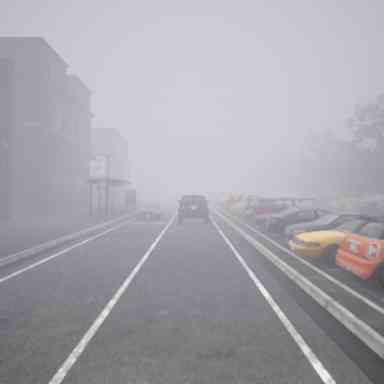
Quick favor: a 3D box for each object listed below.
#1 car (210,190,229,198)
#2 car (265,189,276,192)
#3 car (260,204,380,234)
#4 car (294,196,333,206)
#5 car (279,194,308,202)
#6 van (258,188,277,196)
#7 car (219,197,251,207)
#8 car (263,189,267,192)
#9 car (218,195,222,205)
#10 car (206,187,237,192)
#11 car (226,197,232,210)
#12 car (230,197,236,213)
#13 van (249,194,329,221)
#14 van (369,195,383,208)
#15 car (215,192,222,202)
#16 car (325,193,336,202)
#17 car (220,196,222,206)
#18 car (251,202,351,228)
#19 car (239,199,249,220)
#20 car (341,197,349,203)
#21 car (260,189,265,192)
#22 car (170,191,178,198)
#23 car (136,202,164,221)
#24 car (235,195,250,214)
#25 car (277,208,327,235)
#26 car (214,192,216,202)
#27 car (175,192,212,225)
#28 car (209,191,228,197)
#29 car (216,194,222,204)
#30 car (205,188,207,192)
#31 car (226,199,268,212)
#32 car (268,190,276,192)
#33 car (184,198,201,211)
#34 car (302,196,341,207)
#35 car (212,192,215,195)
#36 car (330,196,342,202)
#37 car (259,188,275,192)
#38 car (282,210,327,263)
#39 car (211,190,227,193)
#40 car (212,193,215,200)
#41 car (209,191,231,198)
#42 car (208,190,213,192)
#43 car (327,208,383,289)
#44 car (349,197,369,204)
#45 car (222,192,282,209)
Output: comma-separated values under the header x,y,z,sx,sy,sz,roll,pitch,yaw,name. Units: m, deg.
x,y,z,sx,sy,sz,roll,pitch,yaw,name
6.599,0.409,80.765,4.553,1.767,2.185,0,3,0,car
19.806,0.782,75.203,5.366,1.575,1.946,0,2,0,car
6.253,1.530,16.716,5.008,1.535,2.097,0,0,0,car
19.328,1.409,53.029,5.366,1.575,1.946,0,1,0,car
19.562,1.170,64.179,5.008,1.535,2.097,0,2,0,car
19.548,0.028,86.343,4.442,1.987,1.878,-1,3,0,van
6.422,1.494,50.133,4.674,1.452,2.002,0,1,0,car
19.663,0.692,77.995,4.792,1.488,2.163,0,3,0,car
6.388,1.505,44.554,5.008,1.535,2.097,0,0,0,car
6.569,0.538,75.193,5.566,2.045,2.435,0,2,0,car
6.333,1.527,33.415,5.008,1.535,2.097,0,0,0,car
6.511,1.525,30.631,5.366,1.575,1.946,0,0,0,car
6.402,1.305,22.281,4.442,1.987,1.878,0,0,0,van
19.289,1.301,30.606,4.442,1.987,1.878,0,0,0,van
6.464,1.290,52.918,4.553,1.767,2.185,0,1,0,car
19.491,1.392,41.868,4.553,1.767,2.185,0,0,0,car
6.350,1.549,41.767,4.792,1.488,2.163,0,0,0,car
6.277,1.530,19.499,5.008,1.535,2.097,0,0,0,car
6.305,1.531,25.066,4.892,1.521,2.231,0,0,0,car
19.617,1.522,36.174,5.366,1.575,1.946,0,0,0,car
19.651,0.564,80.904,4.674,1.452,2.002,0,3,0,car
-3.390,0.610,68.545,2.097,1.767,4.553,0,1,0,car
-3.352,1.534,27.244,1.812,1.442,4.674,0,0,0,car
6.281,1.404,27.974,4.553,1.767,2.185,0,0,0,car
6.247,1.570,13.932,4.674,1.452,2.002,0,0,0,car
6.478,1.244,55.697,4.553,1.767,2.185,0,1,0,car
0.099,1.225,24.575,2.150,2.045,5.566,0,-1,0,car
6.611,0.425,83.555,4.792,1.488,2.163,0,3,0,car
6.400,1.483,47.344,5.008,1.535,2.097,0,1,0,car
6.565,0.286,86.336,4.792,1.488,2.163,0,3,0,car
6.363,1.565,38.982,4.674,1.452,2.002,0,0,0,car
19.793,0.896,72.410,5.366,1.575,1.946,0,2,0,car
0.064,1.546,41.705,1.994,1.385,4.181,0,0,0,car
19.506,1.450,50.239,5.008,1.535,2.097,0,1,0,car
6.444,1.279,61.274,4.792,1.488,2.163,0,1,0,car
19.441,1.523,39.083,5.008,1.535,2.097,0,0,0,car
19.664,0.425,83.686,4.674,1.452,2.002,0,3,0,car
6.046,1.525,11.149,5.366,1.575,1.946,0,0,0,car
6.456,1.051,64.057,4.553,1.767,2.185,0,2,0,car
6.489,1.343,58.487,4.792,1.488,2.163,0,1,0,car
6.549,0.667,77.995,5.008,1.535,2.097,0,2,0,car
6.521,0.904,72.417,4.892,1.521,2.231,0,2,0,car
6.186,1.401,8.366,4.553,1.767,2.185,0,0,0,car
19.390,1.274,33.390,5.566,2.045,2.435,0,0,0,car
6.381,1.275,36.198,5.566,2.045,2.435,0,0,0,car
